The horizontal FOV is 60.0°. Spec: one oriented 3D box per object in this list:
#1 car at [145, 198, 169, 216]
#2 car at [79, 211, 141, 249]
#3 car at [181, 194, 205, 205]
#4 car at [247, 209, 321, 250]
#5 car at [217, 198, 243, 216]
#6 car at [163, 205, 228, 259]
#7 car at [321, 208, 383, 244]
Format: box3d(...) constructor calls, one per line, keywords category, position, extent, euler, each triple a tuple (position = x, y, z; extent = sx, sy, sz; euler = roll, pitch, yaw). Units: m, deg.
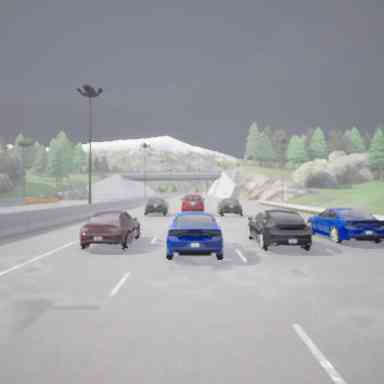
box3d(category="car", position=(-3.420, 1.357, 33.248), extent=(2.097, 1.767, 4.553), euler=(0, 0, 0))
box3d(category="car", position=(-3.409, 1.528, 14.372), extent=(1.812, 1.442, 4.674), euler=(0, 0, 0))
box3d(category="car", position=(0.081, 1.226, 32.251), extent=(2.150, 2.045, 5.566), euler=(0, 0, 0))
box3d(category="car", position=(3.591, 1.507, 14.269), extent=(1.837, 1.490, 4.892), euler=(0, 0, 0))
box3d(category="car", position=(3.581, 1.356, 32.203), extent=(2.097, 1.767, 4.553), euler=(0, 0, 0))
box3d(category="car", position=(0.092, 1.479, 12.657), extent=(1.882, 1.535, 5.008), euler=(0, 0, 0))
box3d(category="car", position=(7.090, 1.479, 15.790), extent=(1.882, 1.535, 5.008), euler=(0, 0, 0))
